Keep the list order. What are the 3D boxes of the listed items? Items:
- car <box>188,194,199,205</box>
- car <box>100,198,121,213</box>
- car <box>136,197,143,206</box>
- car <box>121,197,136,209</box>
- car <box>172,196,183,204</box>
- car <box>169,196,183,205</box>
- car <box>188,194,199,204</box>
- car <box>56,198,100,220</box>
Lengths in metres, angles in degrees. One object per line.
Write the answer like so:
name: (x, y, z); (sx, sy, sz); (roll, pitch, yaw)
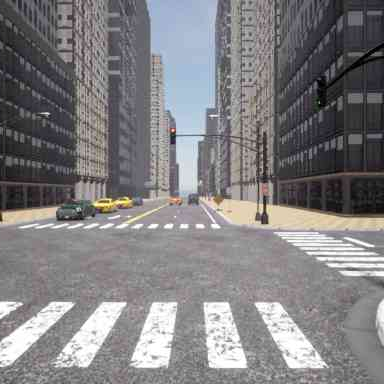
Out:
car: (0.278, 1.606, 60.154); (1.837, 1.490, 4.892); (0, 0, 0)
car: (-9.741, 1.516, 37.423); (1.882, 1.535, 5.008); (0, 0, 0)
car: (-9.635, 1.640, 57.752); (2.033, 1.411, 5.357); (0, 0, 1)
car: (-9.707, 1.539, 47.105); (1.882, 1.535, 5.008); (0, 0, 0)
car: (-2.971, 1.634, 70.131); (2.128, 1.511, 4.902); (0, 0, 0)
car: (-2.971, 1.452, 59.942); (2.097, 1.767, 4.553); (0, 0, 0)
car: (0.281, 1.361, 70.361); (2.150, 2.045, 5.566); (0, 0, 0)
car: (-9.766, 1.374, 28.236); (2.097, 1.767, 4.553); (0, 0, 0)
